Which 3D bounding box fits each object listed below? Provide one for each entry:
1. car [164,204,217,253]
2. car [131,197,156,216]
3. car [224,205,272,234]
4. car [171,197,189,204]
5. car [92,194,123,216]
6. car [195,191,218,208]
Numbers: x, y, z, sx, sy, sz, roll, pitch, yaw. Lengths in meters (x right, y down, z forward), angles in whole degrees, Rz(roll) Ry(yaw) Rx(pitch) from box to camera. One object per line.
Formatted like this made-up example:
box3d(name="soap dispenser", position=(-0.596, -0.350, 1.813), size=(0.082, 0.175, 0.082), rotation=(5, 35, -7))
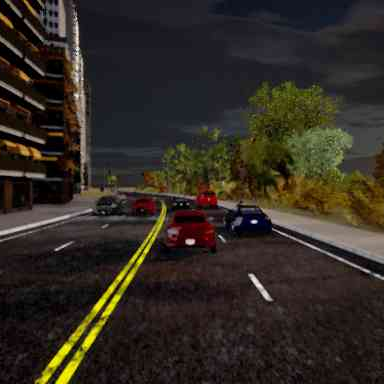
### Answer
box3d(name="car", position=(-0.117, 1.416, 13.005), size=(1.812, 1.442, 4.674), rotation=(0, 0, -2))
box3d(name="car", position=(-4.203, 1.235, 29.560), size=(1.882, 1.535, 5.008), rotation=(0, 0, -3))
box3d(name="car", position=(2.956, 1.405, 18.204), size=(1.994, 1.385, 4.181), rotation=(0, 0, -2))
box3d(name="car", position=(-1.242, 1.246, 35.575), size=(2.033, 1.411, 5.357), rotation=(0, 0, -4))
box3d(name="car", position=(-7.470, 1.111, 29.803), size=(2.097, 1.767, 4.553), rotation=(0, 1, -3))
box3d(name="car", position=(1.681, 0.877, 39.665), size=(2.150, 2.045, 5.566), rotation=(0, 0, -5))
